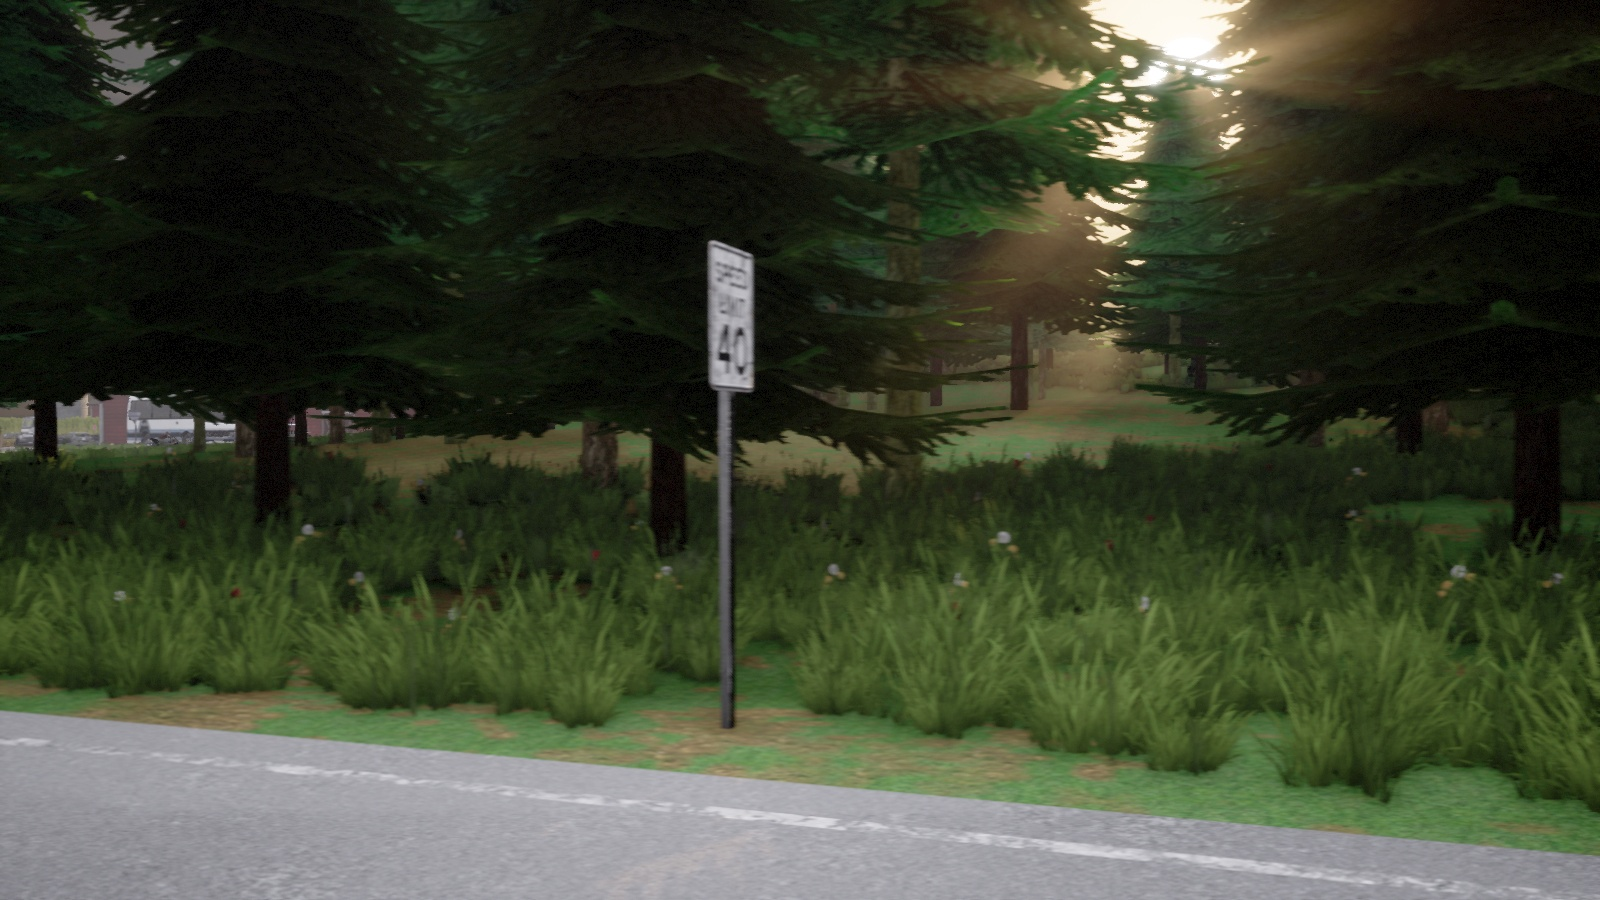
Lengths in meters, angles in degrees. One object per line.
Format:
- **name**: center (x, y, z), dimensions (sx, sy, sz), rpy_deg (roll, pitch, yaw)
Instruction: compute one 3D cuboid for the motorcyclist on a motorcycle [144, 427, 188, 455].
- **motorcyclist on a motorcycle**: center (-35.416, -0.535, 70.151), dimensions (0.866, 1.530, 2.191), rpy_deg (1, 1, 19)
